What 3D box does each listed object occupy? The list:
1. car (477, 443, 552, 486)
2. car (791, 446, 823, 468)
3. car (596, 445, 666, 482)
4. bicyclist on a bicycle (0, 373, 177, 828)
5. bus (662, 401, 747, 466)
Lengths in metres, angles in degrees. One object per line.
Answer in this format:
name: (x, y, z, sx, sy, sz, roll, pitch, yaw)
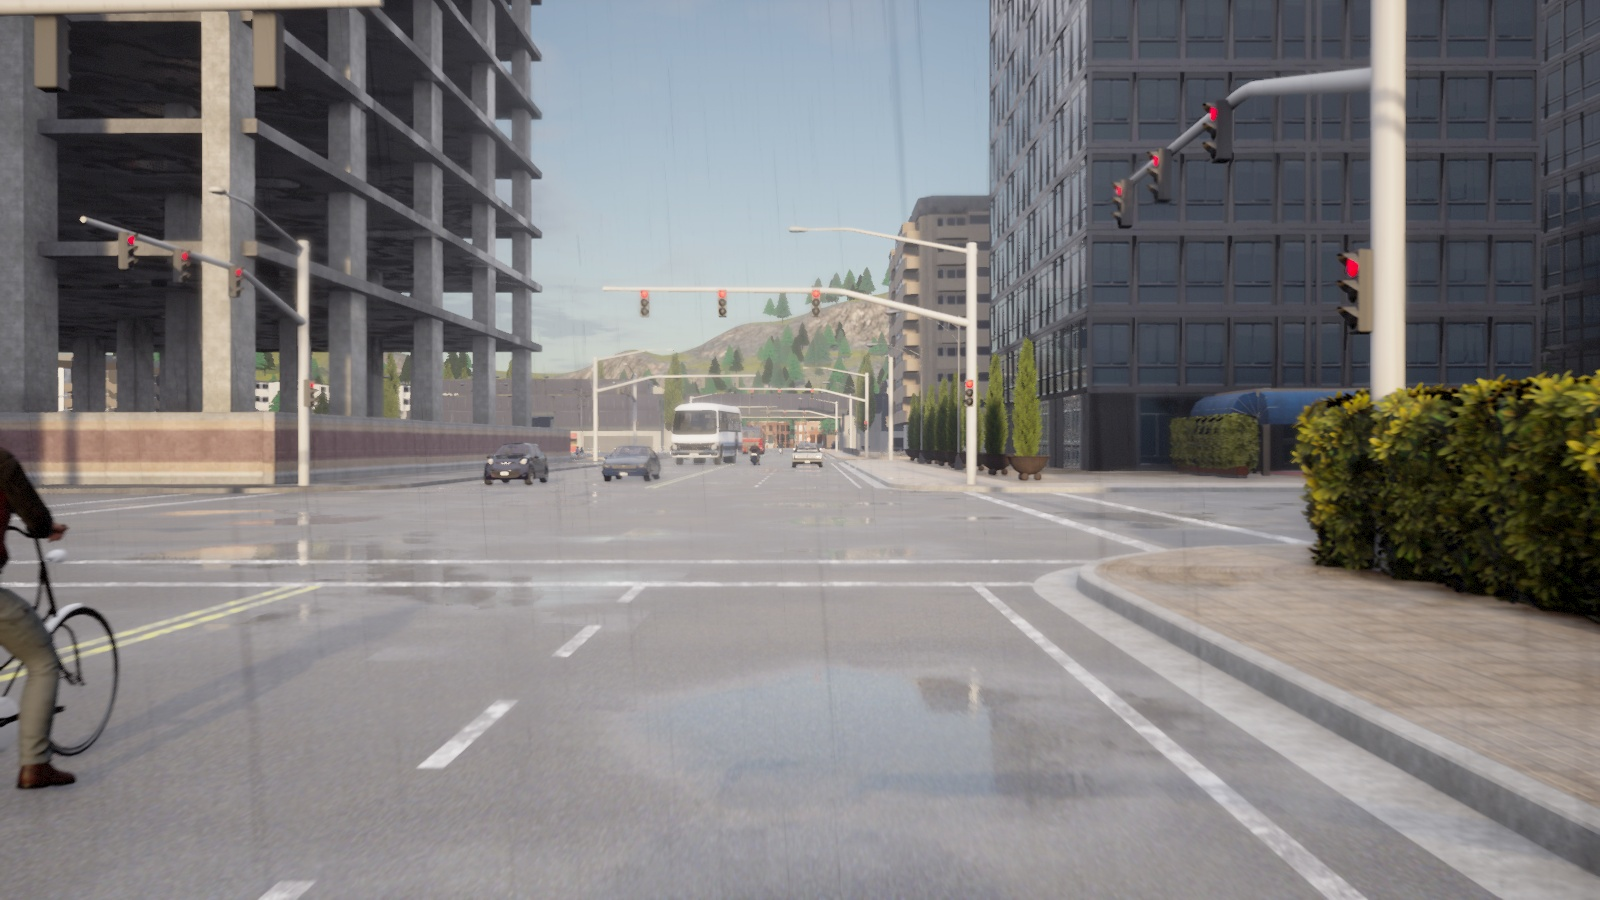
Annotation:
car: (-10.228, 0.497, 45.218, 1.845, 1.501, 3.633, 0, 0, 0)
car: (0.452, 0.415, 76.754, 1.895, 1.301, 4.718, 0, 0, 0)
car: (-6.699, 0.505, 50.364, 2.033, 1.411, 5.357, 0, 0, 0)
bicyclist on a bicycle: (-3.454, 0.584, 5.365, 0.659, 1.776, 1.843, 0, 1, 0)
bus: (-6.509, -1.130, 87.600, 3.944, 4.253, 10.273, 0, 0, 7)
